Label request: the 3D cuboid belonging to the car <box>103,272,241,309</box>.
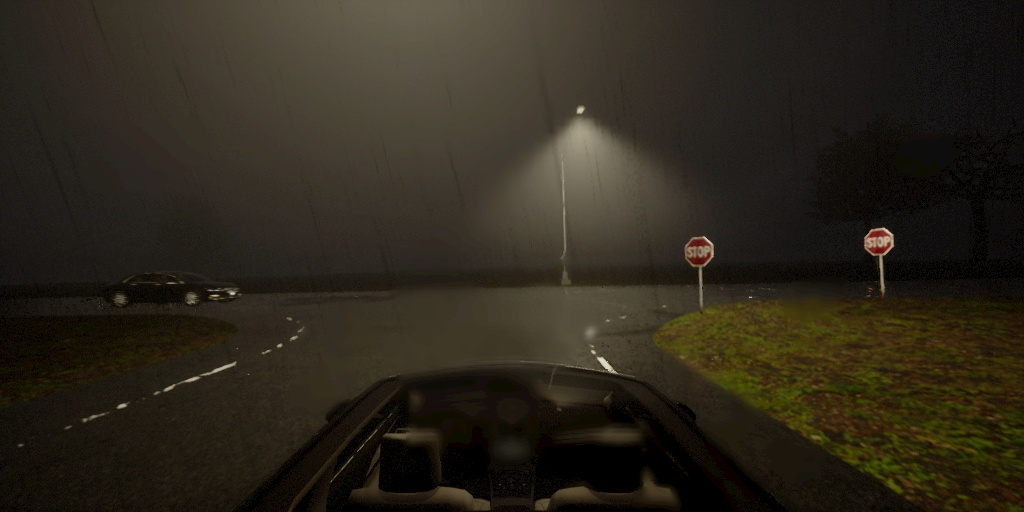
[{"bbox_3d":[-14.409,1.406,15.364,4.892,1.490,1.837,-1,-3,0],"label":"car"}]
